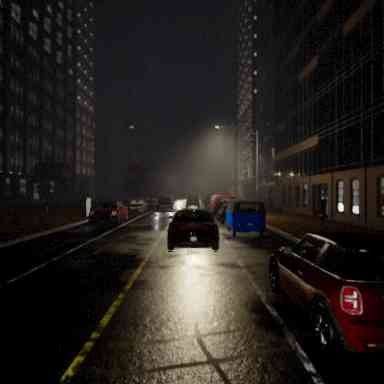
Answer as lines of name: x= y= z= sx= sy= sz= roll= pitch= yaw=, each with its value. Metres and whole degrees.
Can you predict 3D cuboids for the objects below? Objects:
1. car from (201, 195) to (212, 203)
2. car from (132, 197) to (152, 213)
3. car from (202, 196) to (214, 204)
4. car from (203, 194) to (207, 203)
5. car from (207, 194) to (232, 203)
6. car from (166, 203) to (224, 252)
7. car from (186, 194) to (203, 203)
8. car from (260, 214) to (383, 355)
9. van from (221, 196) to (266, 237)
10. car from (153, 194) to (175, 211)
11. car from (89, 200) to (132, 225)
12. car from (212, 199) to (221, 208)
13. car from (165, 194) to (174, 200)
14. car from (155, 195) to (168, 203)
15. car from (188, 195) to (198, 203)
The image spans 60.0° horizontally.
car: x=2.701 y=1.257 z=62.630 sx=1.752 sy=1.417 sz=4.829 roll=1 pitch=0 yaw=0
car: x=-5.681 y=1.407 z=34.228 sx=2.008 sy=1.369 sz=4.403 roll=1 pitch=0 yaw=0
car: x=2.700 y=1.339 z=56.819 sx=1.802 sy=1.307 sz=4.206 roll=1 pitch=0 yaw=0
car: x=2.703 y=1.122 z=45.535 sx=2.192 sy=1.841 sz=5.009 roll=1 pitch=0 yaw=0
car: x=2.701 y=1.196 z=28.611 sx=2.192 sy=1.841 sz=5.009 roll=1 pitch=0 yaw=0
car: x=0.034 y=1.421 z=13.709 sx=1.882 sy=1.535 sz=5.008 roll=0 pitch=0 yaw=0
car: x=0.102 y=1.356 z=45.323 sx=2.033 sy=1.411 sz=5.357 roll=0 pitch=0 yaw=0
car: x=2.699 y=1.415 z=6.046 sx=1.967 sy=1.590 sz=4.097 roll=1 pitch=0 yaw=0
van: x=2.700 y=1.270 z=17.328 sx=1.690 sy=1.788 sz=3.998 roll=1 pitch=0 yaw=0
car: x=-2.998 y=1.340 z=38.033 sx=1.837 sy=1.490 sz=4.892 roll=0 pitch=0 yaw=0
car: x=-5.681 y=1.345 z=22.943 sx=1.967 sy=1.590 sz=4.097 roll=1 pitch=0 yaw=0
car: x=2.698 y=1.456 z=22.971 sx=2.008 sy=1.369 sz=4.403 roll=1 pitch=0 yaw=0
car: x=-5.678 y=1.172 z=85.012 sx=1.887 sy=1.381 sz=4.507 roll=1 pitch=0 yaw=0
car: x=-5.680 y=1.283 z=62.442 sx=2.008 sy=1.369 sz=4.403 roll=1 pitch=0 yaw=0
car: x=0.103 y=1.321 z=65.112 sx=1.895 sy=1.301 sz=4.718 roll=0 pitch=0 yaw=0
